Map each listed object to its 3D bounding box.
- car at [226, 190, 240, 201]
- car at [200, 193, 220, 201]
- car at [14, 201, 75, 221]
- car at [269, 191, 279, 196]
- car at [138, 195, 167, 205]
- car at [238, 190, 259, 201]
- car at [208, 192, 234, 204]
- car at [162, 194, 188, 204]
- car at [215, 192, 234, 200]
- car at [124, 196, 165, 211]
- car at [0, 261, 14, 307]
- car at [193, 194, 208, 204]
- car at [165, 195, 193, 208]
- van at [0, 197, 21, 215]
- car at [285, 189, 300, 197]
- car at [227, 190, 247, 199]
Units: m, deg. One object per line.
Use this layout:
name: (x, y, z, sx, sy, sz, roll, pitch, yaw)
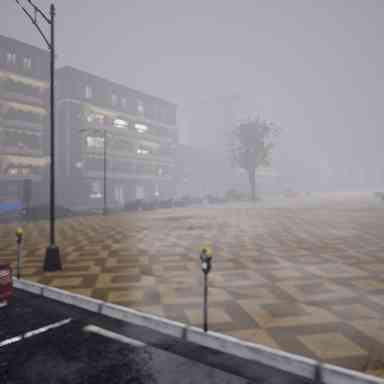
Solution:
car: (8.055, 0.620, 60.667, 2.150, 2.045, 5.566, 0, 1, 35)
car: (3.569, 0.973, 64.164, 1.947, 1.339, 4.313, 1, 1, 35)
car: (-11.763, 1.568, 27.355, 1.947, 1.339, 4.313, 1, 1, 35)
car: (22.612, 0.441, 91.619, 1.887, 1.381, 4.507, 1, 1, 35)
car: (-5.953, 1.231, 50.436, 1.947, 1.339, 4.313, 1, 1, 35)
car: (10.551, 0.919, 59.526, 1.752, 1.417, 4.829, 1, 1, 35)
car: (4.106, 1.119, 50.234, 2.008, 1.369, 4.403, 1, 1, 35)
car: (-2.779, 1.129, 55.011, 2.008, 1.369, 4.403, 1, 1, 35)
car: (6.646, 0.849, 68.599, 1.752, 1.417, 4.829, 1, 1, 35)
car: (-5.416, 1.372, 36.505, 1.887, 1.381, 4.507, 1, 1, 35)
car: (-5.378, 1.621, 6.712, 4.507, 1.381, 1.887, -1, 0, 36)
car: (-0.263, 1.122, 48.670, 2.128, 1.511, 4.902, 0, 1, 35)
car: (-2.242, 1.292, 41.082, 2.008, 1.369, 4.403, 1, 1, 35)
van: (-18.648, 1.354, 32.127, 1.690, 1.788, 3.998, 1, 1, 35)
car: (23.870, 0.258, 79.270, 2.150, 2.045, 5.566, 0, 1, 35)
car: (9.918, 0.551, 73.311, 2.192, 1.841, 5.009, 1, 1, 35)
